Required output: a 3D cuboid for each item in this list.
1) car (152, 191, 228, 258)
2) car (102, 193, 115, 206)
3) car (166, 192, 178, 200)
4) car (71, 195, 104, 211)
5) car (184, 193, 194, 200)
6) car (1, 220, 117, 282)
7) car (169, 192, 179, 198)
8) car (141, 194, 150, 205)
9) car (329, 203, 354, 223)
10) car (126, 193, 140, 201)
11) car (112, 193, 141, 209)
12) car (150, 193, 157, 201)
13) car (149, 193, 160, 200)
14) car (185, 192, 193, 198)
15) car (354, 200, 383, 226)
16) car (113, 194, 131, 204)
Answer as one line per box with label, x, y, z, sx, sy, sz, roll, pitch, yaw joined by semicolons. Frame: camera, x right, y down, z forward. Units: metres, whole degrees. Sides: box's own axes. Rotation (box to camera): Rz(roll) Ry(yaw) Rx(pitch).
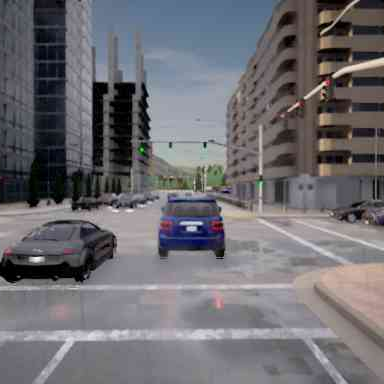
car;-0.013;1.139;12.488;2.150;2.045;5.566;0;1;0
car;-10.980;0.924;43.319;2.097;1.767;4.553;0;1;0
car;-4.120;0.815;68.427;2.128;1.511;4.902;0;1;-1
car;-10.903;1.261;34.427;1.895;1.301;4.718;0;1;0
car;-0.622;0.876;68.576;1.994;1.385;4.181;0;1;-1
car;-3.503;1.493;9.518;1.994;1.385;4.181;0;0;0
car;-4.214;0.764;78.603;1.994;1.385;4.181;0;1;-1
car;-7.505;1.056;47.283;1.812;1.442;4.674;0;1;0
car;12.098;1.322;23.080;4.892;1.490;1.837;0;1;-1
car;-11.066;0.945;62.489;1.994;1.385;4.181;0;1;-1
car;-7.432;1.125;38.257;1.837;1.490;4.892;0;1;0
car;-7.543;0.994;57.325;1.994;1.385;4.181;0;1;0
car;-7.613;0.854;67.584;1.812;1.442;4.674;0;1;-1
car;-0.714;0.750;78.636;2.033;1.411;5.357;0;1;-1
car;12.514;1.204;19.585;4.553;1.767;2.097;0;1;-1
car;-11.034;1.004;52.686;1.812;1.442;4.674;0;1;0
